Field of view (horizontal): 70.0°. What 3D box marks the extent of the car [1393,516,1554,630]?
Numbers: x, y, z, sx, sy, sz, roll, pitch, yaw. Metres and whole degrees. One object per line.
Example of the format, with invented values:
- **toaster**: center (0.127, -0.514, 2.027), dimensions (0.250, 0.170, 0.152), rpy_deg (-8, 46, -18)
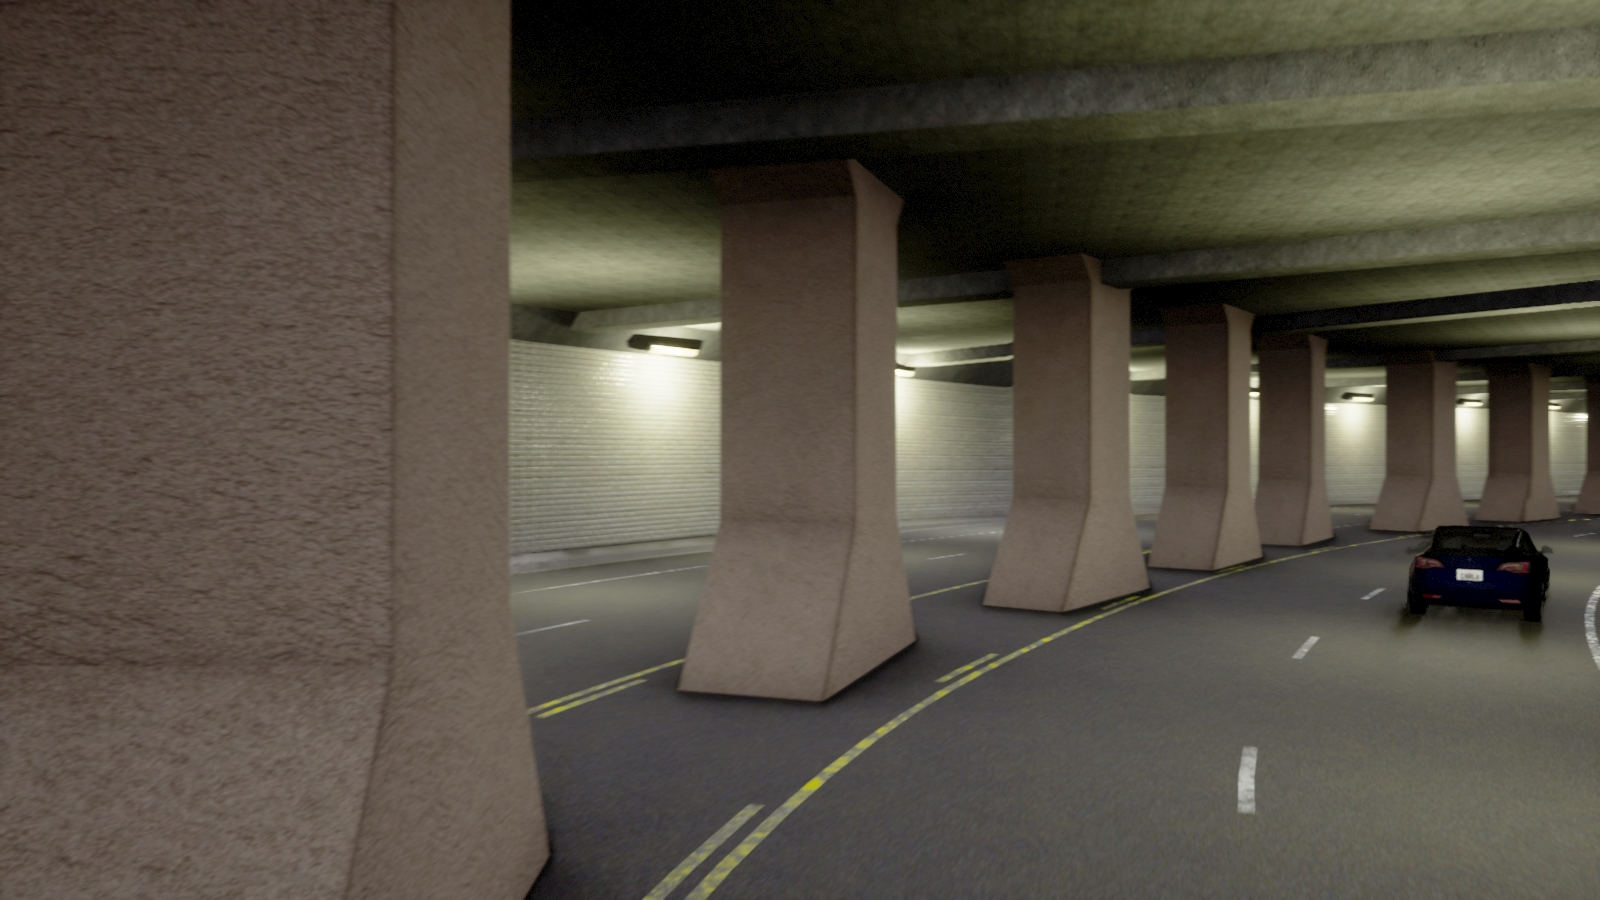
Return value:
- **car**: center (12.168, 2.078, 20.475), dimensions (2.163, 1.488, 4.792), rpy_deg (0, 0, 35)
